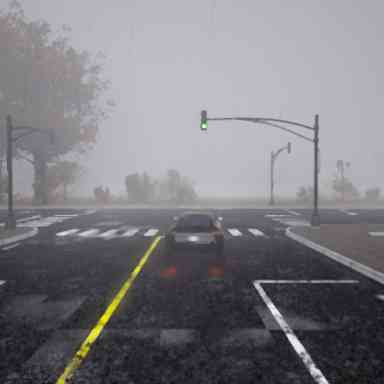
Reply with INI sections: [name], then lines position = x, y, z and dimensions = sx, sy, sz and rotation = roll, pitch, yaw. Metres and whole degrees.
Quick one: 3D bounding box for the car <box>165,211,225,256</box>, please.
[car]
position = 0.209, 1.411, 12.439
dimensions = 1.994, 1.385, 4.181
rotation = 0, 1, 5
